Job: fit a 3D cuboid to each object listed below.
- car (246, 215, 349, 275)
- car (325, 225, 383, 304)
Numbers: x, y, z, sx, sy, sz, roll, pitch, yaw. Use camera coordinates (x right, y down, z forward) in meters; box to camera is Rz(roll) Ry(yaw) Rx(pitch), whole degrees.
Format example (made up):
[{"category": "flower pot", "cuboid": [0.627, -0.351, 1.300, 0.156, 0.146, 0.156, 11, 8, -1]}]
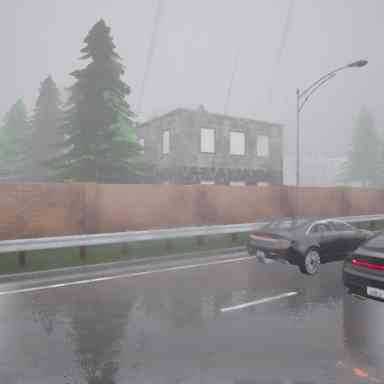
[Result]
[{"category": "car", "cuboid": [3.913, 1.491, 10.431, 4.902, 1.511, 2.128, 0, 0, -33]}, {"category": "car", "cuboid": [5.222, 1.504, 7.108, 4.892, 1.490, 1.837, 0, 0, -33]}]
